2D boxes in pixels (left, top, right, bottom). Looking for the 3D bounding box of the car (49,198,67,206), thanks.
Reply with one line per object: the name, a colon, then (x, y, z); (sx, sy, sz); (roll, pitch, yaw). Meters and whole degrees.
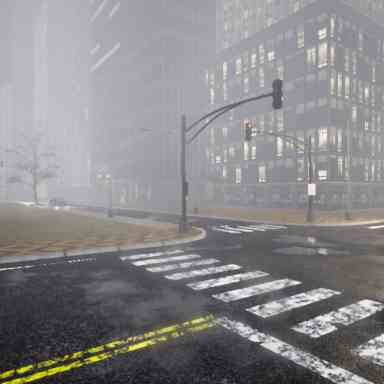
car: (-21.807, 1.606, 54.157); (1.895, 1.301, 4.718); (0, 0, -35)
